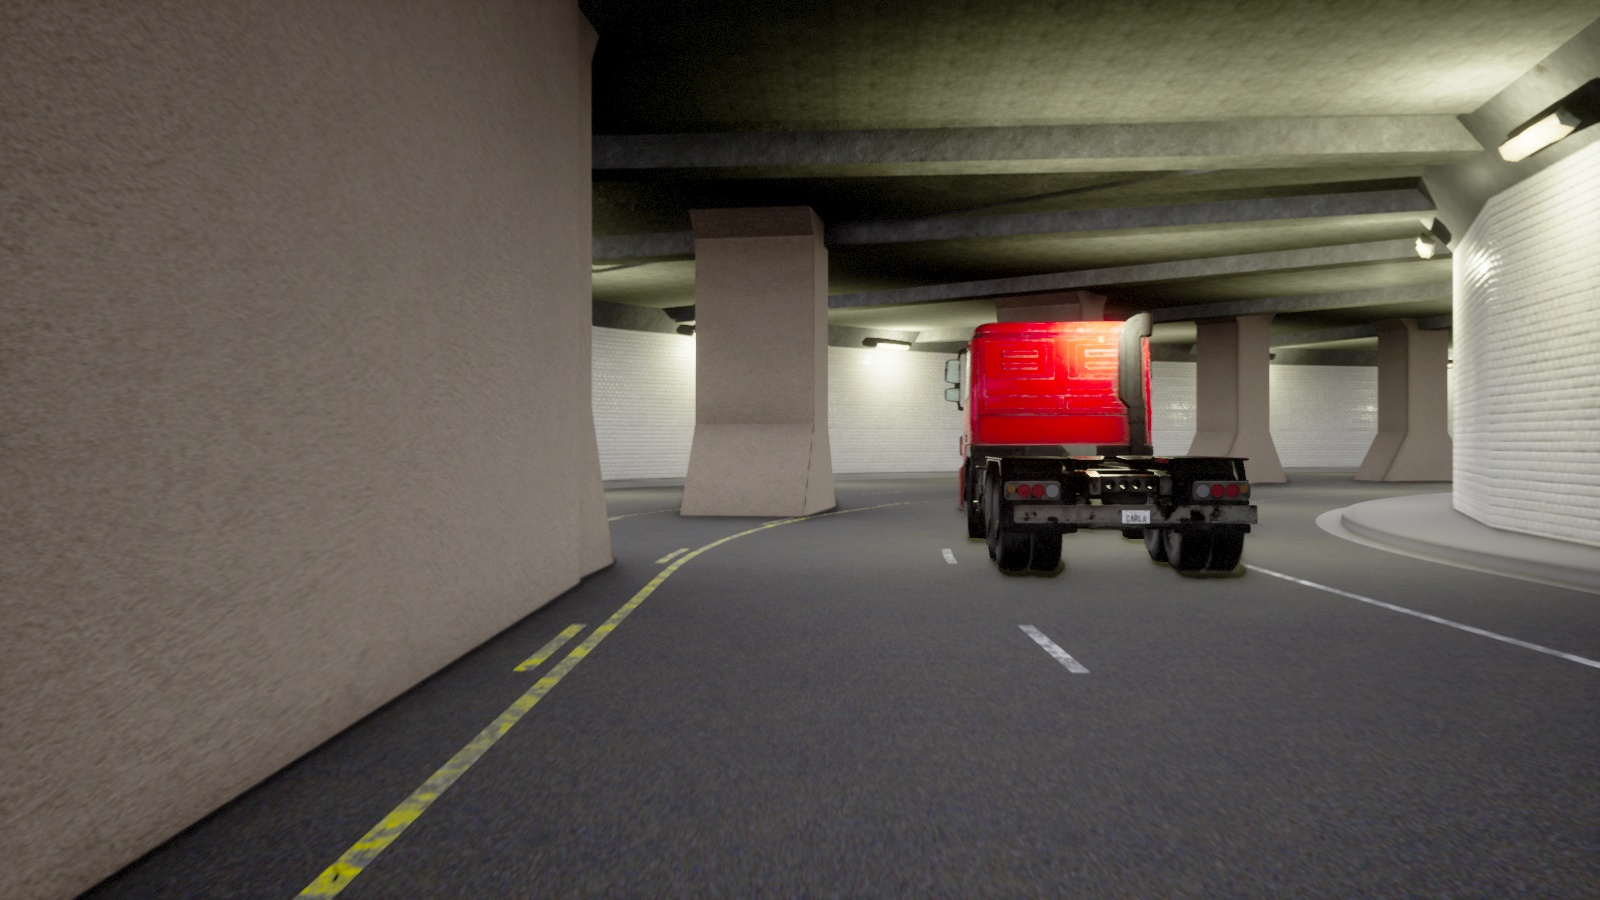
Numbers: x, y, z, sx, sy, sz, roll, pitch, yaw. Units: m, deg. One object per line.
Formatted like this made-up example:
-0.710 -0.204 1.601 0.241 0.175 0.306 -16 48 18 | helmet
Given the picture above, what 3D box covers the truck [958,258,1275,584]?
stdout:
3.869 -0.330 17.376 2.891 3.462 7.936 0 0 4 | truck
